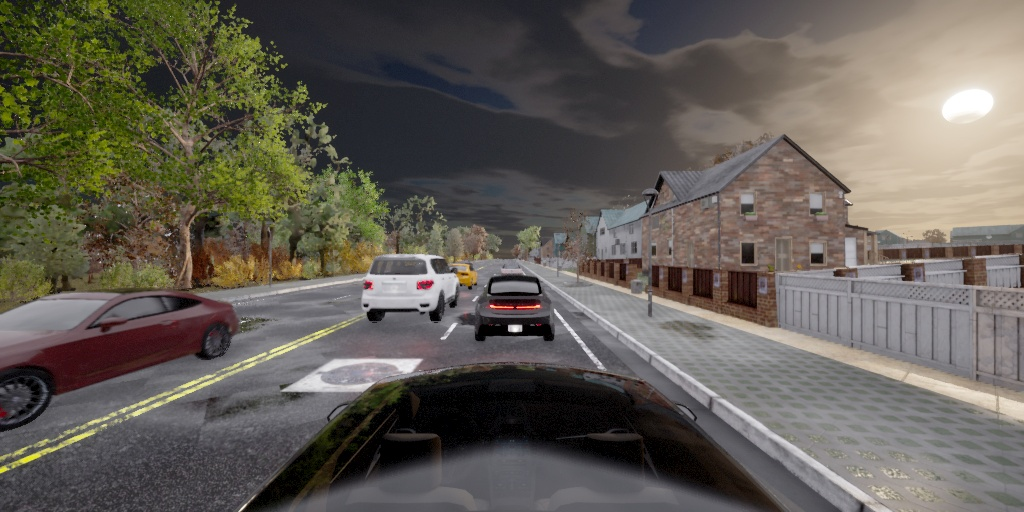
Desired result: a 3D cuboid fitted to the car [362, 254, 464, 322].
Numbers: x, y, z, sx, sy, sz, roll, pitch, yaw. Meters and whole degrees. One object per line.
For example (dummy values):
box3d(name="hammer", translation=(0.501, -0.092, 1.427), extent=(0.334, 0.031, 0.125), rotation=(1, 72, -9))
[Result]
box3d(name="car", translation=(-3.211, 0.974, 12.415), extent=(2.150, 2.045, 5.566), rotation=(0, 0, 0))

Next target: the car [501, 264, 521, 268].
box3d(name="car", translation=(-0.086, 1.366, 33.244), extent=(1.895, 1.301, 4.718), rotation=(0, 0, -2))

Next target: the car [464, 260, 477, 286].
box3d(name="car", translation=(-3.308, 1.237, 22.829), extent=(1.882, 1.535, 5.008), rotation=(0, 0, 0))

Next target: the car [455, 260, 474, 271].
box3d(name="car", translation=(-6.845, 1.331, 51.804), extent=(2.033, 1.411, 5.357), rotation=(0, 0, 0))

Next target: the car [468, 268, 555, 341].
box3d(name="car", translation=(0.052, 1.258, 9.869), extent=(1.837, 1.490, 4.892), rotation=(0, 0, 0))

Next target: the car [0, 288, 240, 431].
box3d(name="car", translation=(-6.620, 1.277, 5.688), extent=(1.812, 1.442, 4.674), rotation=(0, 0, 0))
